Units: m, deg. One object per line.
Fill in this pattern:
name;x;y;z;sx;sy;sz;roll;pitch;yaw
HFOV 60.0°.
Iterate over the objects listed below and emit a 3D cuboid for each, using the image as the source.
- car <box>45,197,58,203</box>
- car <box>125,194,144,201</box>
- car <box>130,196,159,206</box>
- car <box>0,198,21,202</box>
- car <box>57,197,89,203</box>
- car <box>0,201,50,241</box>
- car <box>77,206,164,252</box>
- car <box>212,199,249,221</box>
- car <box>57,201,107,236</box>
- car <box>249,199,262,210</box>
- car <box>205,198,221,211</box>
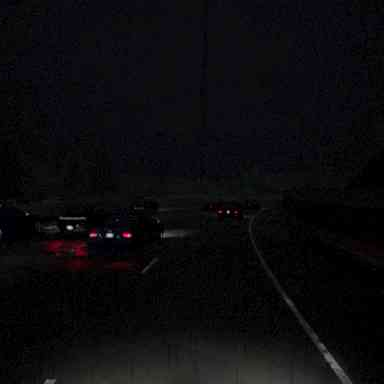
car;-17.924;1.391;43.601;1.882;1.535;5.008;0;0;17
car;-12.870;1.159;74.496;1.994;1.385;4.181;0;0;27
car;-5.154;1.439;36.710;2.128;1.511;4.902;0;0;15
car;-22.507;1.455;40.377;2.033;1.411;5.357;0;0;15
car;-14.593;1.522;42.635;1.895;1.301;4.718;0;0;17
car;-9.252;1.440;16.100;1.882;1.535;5.008;0;0;7
car;-2.527;1.526;13.827;2.033;1.411;5.357;0;0;6
car;3.210;1.524;26.995;2.033;1.411;5.357;0;0;12
car;-5.453;1.460;18.151;2.128;1.511;4.902;0;0;8
car;7.636;1.532;42.402;1.994;1.385;4.181;0;0;19
car;2.872;1.440;39.209;1.882;1.535;5.008;0;0;17
